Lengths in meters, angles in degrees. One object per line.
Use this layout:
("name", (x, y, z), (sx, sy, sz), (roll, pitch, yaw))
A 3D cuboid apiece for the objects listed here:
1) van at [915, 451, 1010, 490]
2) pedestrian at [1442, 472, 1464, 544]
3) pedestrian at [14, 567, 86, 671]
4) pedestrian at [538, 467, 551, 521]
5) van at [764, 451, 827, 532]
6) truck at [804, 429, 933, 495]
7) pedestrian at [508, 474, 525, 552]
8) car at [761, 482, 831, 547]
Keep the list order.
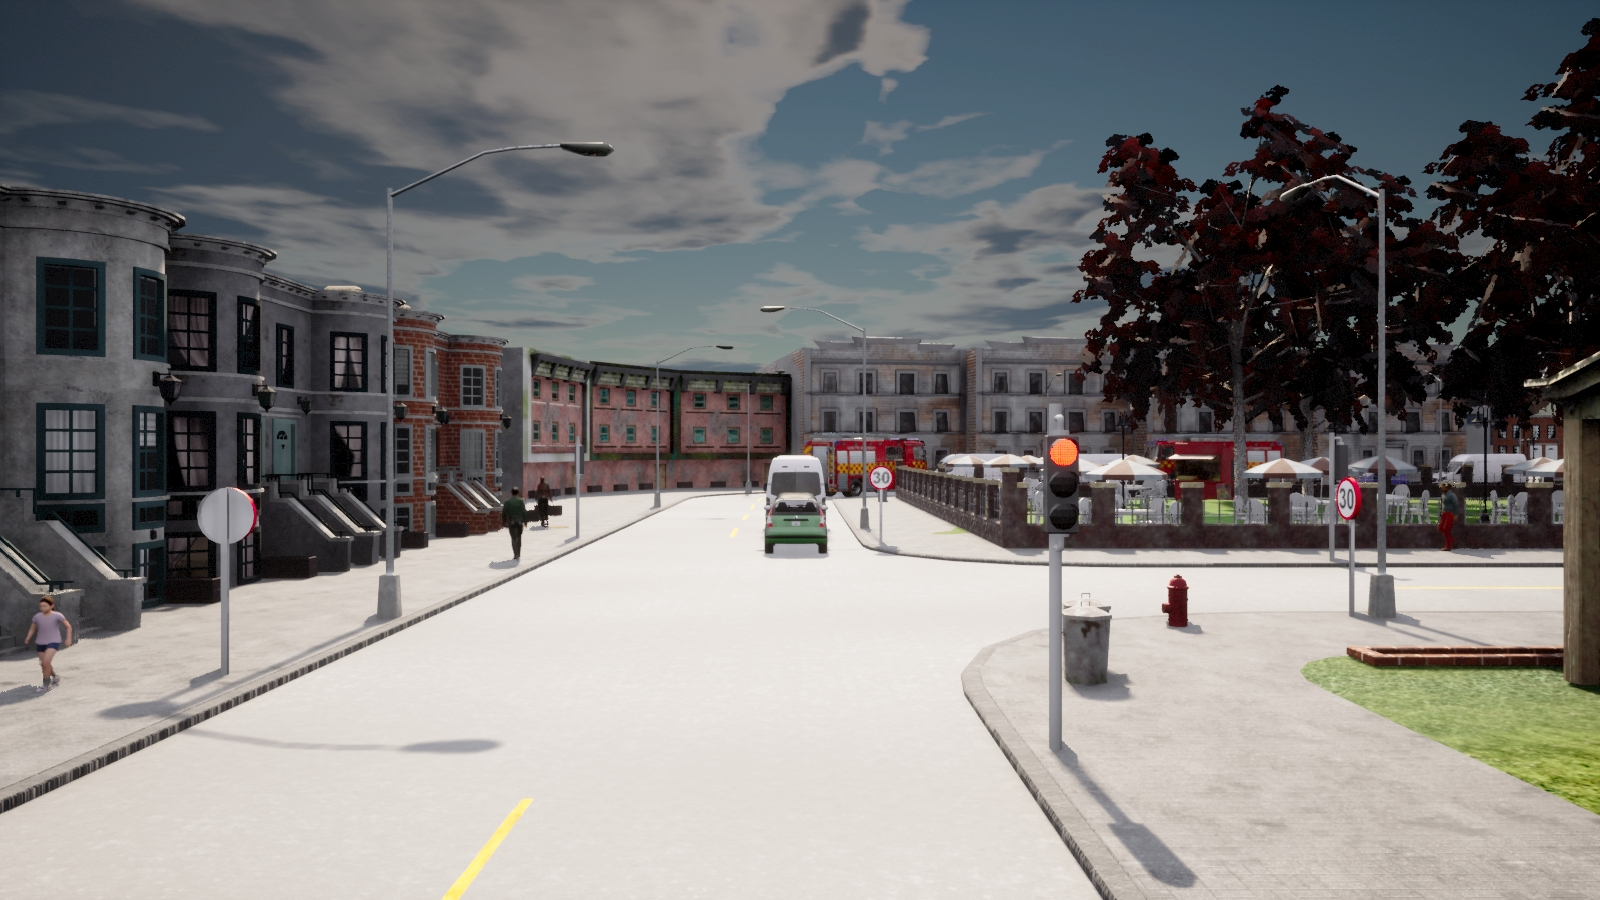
("van", (10.550, 1.314, 74.428), (5.915, 2.561, 1.988), (0, 0, 0))
("pedestrian", (17.126, 1.517, 29.957), (0.375, 1.860, 0.375), (0, 0, 1))
("pedestrian", (-8.474, 1.904, 12.922), (0.500, 1.100, 0.500), (0, 0, -2))
("pedestrian", (-8.867, 1.506, 39.597), (0.375, 1.860, 0.375), (0, 0, -2))
("van", (-0.147, 1.315, 39.074), (1.988, 2.561, 5.915), (0, 0, 0))
("truck", (4.295, 0.672, 70.228), (8.468, 3.827, 2.891), (0, 0, -43))
("pedestrian", (-6.879, 1.524, 27.702), (0.375, 1.860, 0.375), (0, 0, -11))
("car", (-0.119, 1.779, 32.373), (1.851, 1.617, 3.988), (0, 0, 0))
